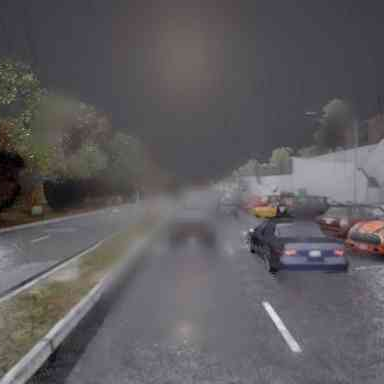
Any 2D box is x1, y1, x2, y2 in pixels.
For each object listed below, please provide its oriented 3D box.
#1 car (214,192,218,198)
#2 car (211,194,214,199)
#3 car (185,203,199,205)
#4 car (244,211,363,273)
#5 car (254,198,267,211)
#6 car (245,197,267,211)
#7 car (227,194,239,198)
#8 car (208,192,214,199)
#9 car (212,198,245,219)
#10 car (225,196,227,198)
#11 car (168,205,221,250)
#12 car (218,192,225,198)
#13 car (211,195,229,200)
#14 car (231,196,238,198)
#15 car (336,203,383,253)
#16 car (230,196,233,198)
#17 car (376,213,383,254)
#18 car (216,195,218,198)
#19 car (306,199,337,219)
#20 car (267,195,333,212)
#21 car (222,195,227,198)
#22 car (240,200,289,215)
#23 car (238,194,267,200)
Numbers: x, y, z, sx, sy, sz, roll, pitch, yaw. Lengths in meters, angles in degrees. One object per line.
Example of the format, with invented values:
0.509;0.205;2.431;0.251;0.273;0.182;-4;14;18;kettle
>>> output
7.857;1.458;66.364;5.566;2.045;2.435;1;1;-20;car
7.818;1.657;78.382;4.792;1.488;2.163;1;1;-20;car
-0.011;1.637;29.814;1.994;1.385;4.181;0;0;0;car
3.018;1.551;10.615;2.033;1.411;5.357;0;0;0;car
8.167;1.544;27.422;5.366;1.575;1.946;1;-1;-20;car
7.811;1.555;30.287;5.366;1.575;1.946;1;0;-20;car
7.964;1.566;48.371;4.553;1.767;2.185;1;0;-20;car
7.783;1.560;90.387;4.792;1.488;2.163;1;1;-20;car
2.987;1.562;29.292;2.128;1.511;4.902;0;0;0;car
7.926;1.750;51.359;4.674;1.452;2.002;1;0;-20;car
0.033;1.515;14.379;1.837;1.490;4.892;0;0;0;car
7.934;1.471;57.384;5.566;2.045;2.435;1;0;-20;car
7.795;1.547;93.406;4.674;1.452;2.002;1;0;-20;car
7.943;1.651;42.360;5.008;1.535;2.097;1;-1;-20;car
8.072;1.366;12.359;4.553;1.767;2.185;1;0;-20;car
7.944;1.713;45.360;4.674;1.452;2.002;1;0;-20;car
8.055;1.490;9.349;4.892;1.521;2.231;1;0;-20;car
7.725;1.717;60.311;5.366;1.575;1.946;1;0;-20;car
8.000;1.371;15.345;4.553;1.767;2.185;1;0;-20;car
8.039;1.264;21.372;5.566;2.045;2.435;1;-1;-20;car
7.940;1.746;54.384;4.792;1.488;2.163;1;0;-20;car
7.942;1.633;36.343;4.792;1.488;2.163;1;0;-20;car
7.956;1.331;33.341;5.566;2.045;2.435;1;0;-20;car
